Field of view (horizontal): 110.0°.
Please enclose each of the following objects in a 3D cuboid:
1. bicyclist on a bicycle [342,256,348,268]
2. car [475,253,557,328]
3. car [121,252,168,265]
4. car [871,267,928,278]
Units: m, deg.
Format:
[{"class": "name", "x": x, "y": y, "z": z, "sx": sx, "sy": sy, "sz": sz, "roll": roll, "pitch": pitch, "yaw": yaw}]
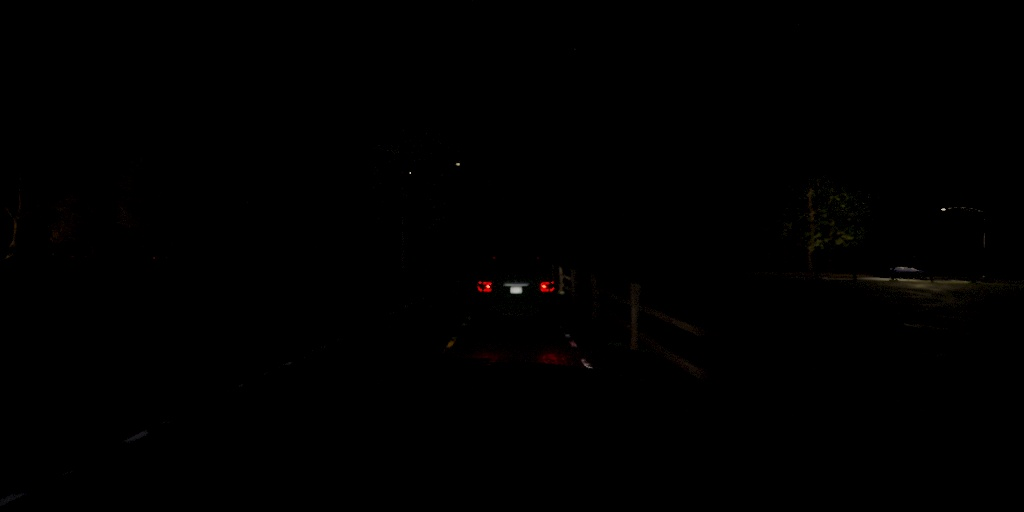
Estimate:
[{"class": "bicyclist on a bicycle", "x": -22.002, "y": 0.767, "z": 47.203, "sx": 0.582, "sy": 1.620, "sz": 1.656, "roll": 1, "pitch": 0, "yaw": 2}, {"class": "car", "x": 0.099, "y": 0.944, "z": 11.416, "sx": 2.150, "sy": 2.045, "sz": 5.566, "roll": 0, "pitch": 0, "yaw": 0}, {"class": "car", "x": -46.197, "y": 0.293, "z": 45.117, "sx": 4.553, "sy": 1.767, "sz": 2.097, "roll": 1, "pitch": 0, "yaw": 3}, {"class": "car", "x": 44.570, "y": 1.927, "z": 41.370, "sx": 4.718, "sy": 1.301, "sz": 1.895, "roll": 1, "pitch": 0, "yaw": 3}]
